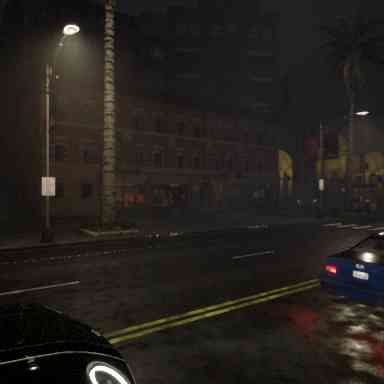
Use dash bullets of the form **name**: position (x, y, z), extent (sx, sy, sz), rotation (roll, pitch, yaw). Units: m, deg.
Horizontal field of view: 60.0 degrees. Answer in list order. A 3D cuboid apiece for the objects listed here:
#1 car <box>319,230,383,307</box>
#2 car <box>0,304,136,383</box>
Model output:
- **car**: position (5.090, 1.550, 7.469), extent (5.357, 1.411, 2.033), rotation (0, 0, -35)
- **car**: position (-2.543, 1.352, 1.878), extent (4.553, 1.767, 2.097), rotation (0, 0, -36)
